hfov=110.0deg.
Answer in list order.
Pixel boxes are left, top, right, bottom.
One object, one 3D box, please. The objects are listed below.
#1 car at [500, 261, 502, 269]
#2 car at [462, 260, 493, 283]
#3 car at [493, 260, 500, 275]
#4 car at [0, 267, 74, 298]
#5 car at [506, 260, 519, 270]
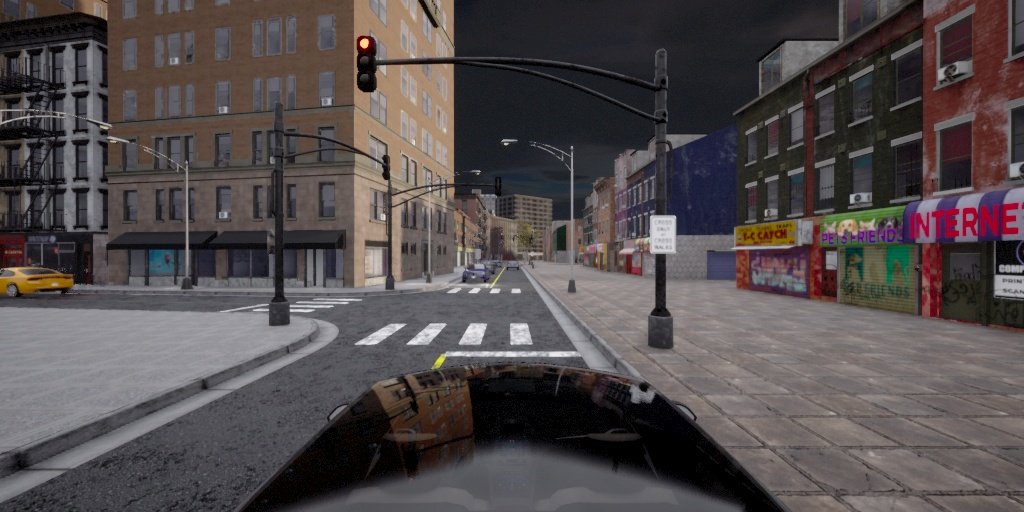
[{"bbox_3d":[-2.664,1.330,58.958,1.994,1.385,4.181,0,0,1],"label":"car"},{"bbox_3d":[-2.792,1.279,28.425,1.812,1.442,4.674,0,0,0],"label":"car"},{"bbox_3d":[-2.769,1.244,38.857,2.128,1.511,4.902,0,0,0],"label":"car"},{"bbox_3d":[-26.349,1.355,19.175,5.008,1.535,1.882,0,0,10],"label":"car"},{"bbox_3d":[0.111,1.310,52.760,2.033,1.411,5.357,0,0,0],"label":"car"}]
